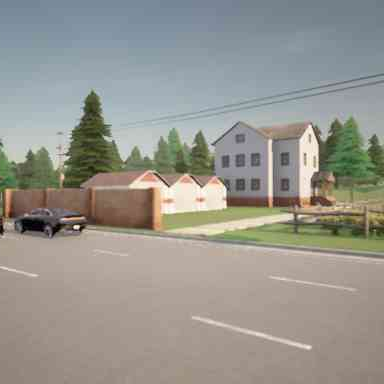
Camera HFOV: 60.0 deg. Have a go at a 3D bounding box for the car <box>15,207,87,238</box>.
[{"bbox_3d":[-7.774,1.567,18.131,4.902,1.511,2.128,0,0,36],"label":"car"}]

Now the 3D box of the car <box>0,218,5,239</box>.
[{"bbox_3d":[-11.085,1.560,16.195,5.008,1.535,1.882,0,0,36],"label":"car"}]
